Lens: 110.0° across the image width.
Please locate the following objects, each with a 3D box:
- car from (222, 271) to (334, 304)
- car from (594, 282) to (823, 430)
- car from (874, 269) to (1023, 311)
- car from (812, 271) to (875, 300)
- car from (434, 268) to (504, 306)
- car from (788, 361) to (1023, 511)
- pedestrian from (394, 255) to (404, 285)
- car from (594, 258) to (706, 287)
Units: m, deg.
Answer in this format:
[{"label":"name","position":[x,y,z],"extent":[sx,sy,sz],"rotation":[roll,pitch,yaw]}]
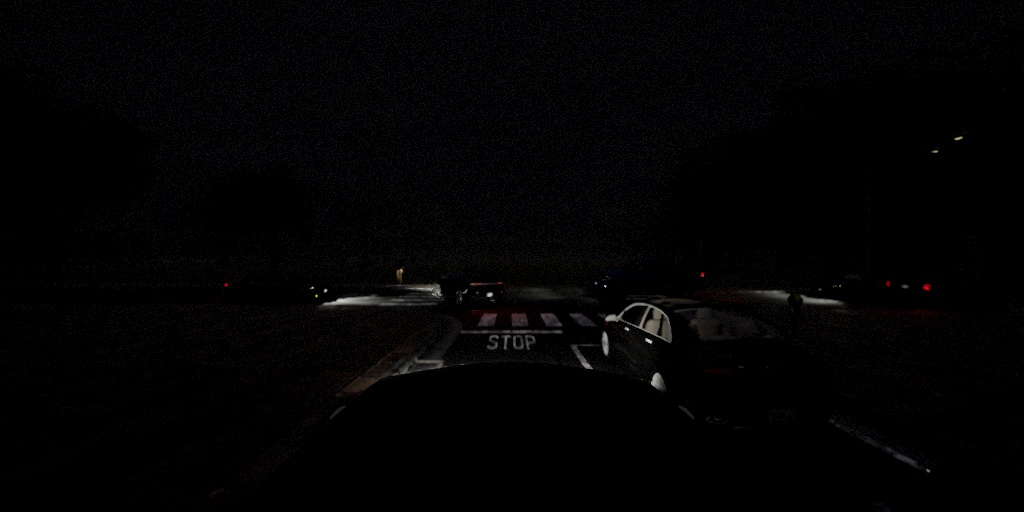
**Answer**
[{"label":"car","position":[-10.318,1.362,15.995],"extent":[4.181,1.385,1.994],"rotation":[0,1,-1]},{"label":"car","position":[2.636,1.320,5.666],"extent":[2.007,1.370,4.403],"rotation":[0,0,0]},{"label":"car","position":[19.665,1.404,16.014],"extent":[4.553,1.767,2.097],"rotation":[1,1,0]},{"label":"car","position":[18.634,1.519,18.960],"extent":[4.674,1.442,1.812],"rotation":[1,1,0]},{"label":"car","position":[-2.086,1.317,16.518],"extent":[2.128,1.511,4.902],"rotation":[0,0,-29]},{"label":"car","position":[2.636,1.324,0.134],"extent":[1.802,1.307,4.207],"rotation":[0,0,0]},{"label":"pedestrian","position":[-6.881,0.861,21.852],"extent":[0.375,1.860,0.375],"rotation":[0,1,0]},{"label":"car","position":[7.213,1.110,18.956],"extent":[5.566,2.045,2.150],"rotation":[1,1,0]}]
